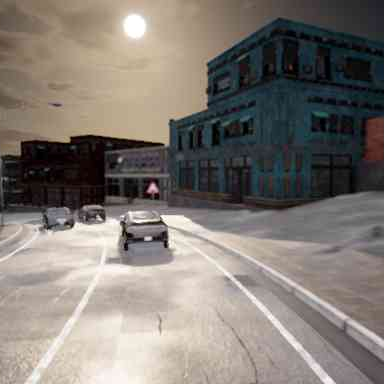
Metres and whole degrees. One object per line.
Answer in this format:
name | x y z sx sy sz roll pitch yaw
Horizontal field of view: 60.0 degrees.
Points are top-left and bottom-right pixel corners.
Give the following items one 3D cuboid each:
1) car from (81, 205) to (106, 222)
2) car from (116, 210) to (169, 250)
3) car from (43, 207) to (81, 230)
car | -9.653 1.979 31.734 1.837 1.490 4.892 -2 -1 -31
car | -2.278 1.567 14.880 2.128 1.511 4.902 -1 0 -15
car | -9.948 1.907 24.772 2.128 1.511 4.902 -2 -1 -28
